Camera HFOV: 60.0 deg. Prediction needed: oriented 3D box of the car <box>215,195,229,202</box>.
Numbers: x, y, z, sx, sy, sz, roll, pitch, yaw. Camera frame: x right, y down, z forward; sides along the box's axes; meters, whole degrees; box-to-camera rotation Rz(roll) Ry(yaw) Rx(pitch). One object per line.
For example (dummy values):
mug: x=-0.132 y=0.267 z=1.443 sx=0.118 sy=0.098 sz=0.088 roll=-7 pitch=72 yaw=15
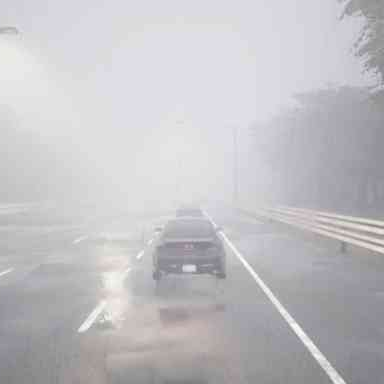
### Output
car: x=6.538 y=1.416 z=72.456 sx=1.812 sy=1.442 sz=4.674 roll=-1 pitch=0 yaw=24

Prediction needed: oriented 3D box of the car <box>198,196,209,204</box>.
car: x=1.743 y=1.484 z=57.224 sx=1.812 sy=1.442 sz=4.674 roll=-1 pitch=0 yaw=12

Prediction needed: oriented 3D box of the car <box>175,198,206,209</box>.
car: x=-0.233 y=1.483 z=24.539 sx=1.882 sy=1.535 sz=5.008 roll=-1 pitch=0 yaw=-1

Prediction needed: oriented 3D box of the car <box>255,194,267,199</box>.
car: x=19.545 y=1.243 z=93.608 sx=1.812 sy=1.442 sz=4.674 roll=-1 pitch=0 yaw=41

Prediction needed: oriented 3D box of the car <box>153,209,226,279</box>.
car: x=-0.091 y=1.501 z=10.016 sx=1.837 sy=1.490 sz=4.892 roll=-1 pitch=0 yaw=-1
